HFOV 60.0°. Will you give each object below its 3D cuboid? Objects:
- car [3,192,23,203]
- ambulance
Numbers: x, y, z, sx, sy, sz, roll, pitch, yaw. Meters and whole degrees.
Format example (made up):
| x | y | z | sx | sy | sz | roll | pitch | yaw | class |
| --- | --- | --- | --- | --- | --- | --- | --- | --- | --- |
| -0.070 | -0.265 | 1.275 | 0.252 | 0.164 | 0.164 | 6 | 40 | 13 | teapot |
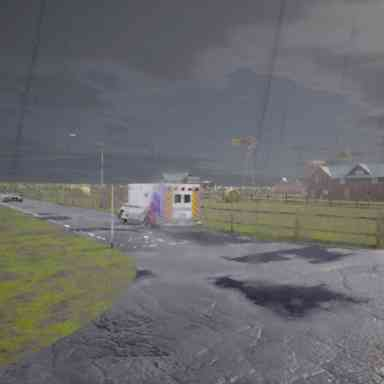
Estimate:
| x | y | z | sx | sy | sz | roll | pitch | yaw | class |
| --- | --- | --- | --- | --- | --- | --- | --- | --- | --- |
| -24.624 | 0.747 | 45.687 | 1.994 | 1.385 | 4.181 | 1 | 1 | -36 | car |
| -2.172 | 0.797 | 19.145 | 2.351 | 2.431 | 6.366 | 1 | 0 | -36 | ambulance |
